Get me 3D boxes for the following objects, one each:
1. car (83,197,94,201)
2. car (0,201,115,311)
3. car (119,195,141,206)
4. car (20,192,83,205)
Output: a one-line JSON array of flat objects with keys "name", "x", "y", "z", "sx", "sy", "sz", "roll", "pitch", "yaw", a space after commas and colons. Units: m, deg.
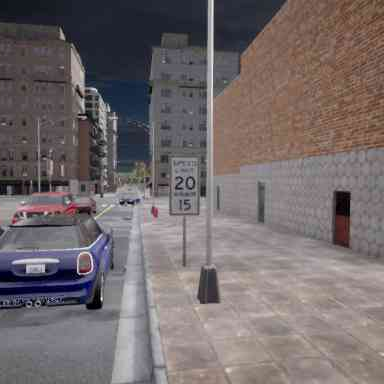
[{"name": "car", "x": -9.191, "y": 1.144, "z": 27.894, "sx": 1.882, "sy": 1.535, "sz": 5.008, "roll": 0, "pitch": 1, "yaw": -9}, {"name": "car", "x": -2.966, "y": 1.278, "z": 7.665, "sx": 2.097, "sy": 1.767, "sz": 4.553, "roll": 0, "pitch": 1, "yaw": -9}, {"name": "car", "x": -7.927, "y": 1.085, "z": 42.902, "sx": 1.895, "sy": 1.301, "sz": 4.718, "roll": 1, "pitch": 0, "yaw": 3}, {"name": "car", "x": -7.500, "y": 1.020, "z": 17.569, "sx": 2.150, "sy": 2.045, "sz": 5.566, "roll": 0, "pitch": 1, "yaw": -10}]
